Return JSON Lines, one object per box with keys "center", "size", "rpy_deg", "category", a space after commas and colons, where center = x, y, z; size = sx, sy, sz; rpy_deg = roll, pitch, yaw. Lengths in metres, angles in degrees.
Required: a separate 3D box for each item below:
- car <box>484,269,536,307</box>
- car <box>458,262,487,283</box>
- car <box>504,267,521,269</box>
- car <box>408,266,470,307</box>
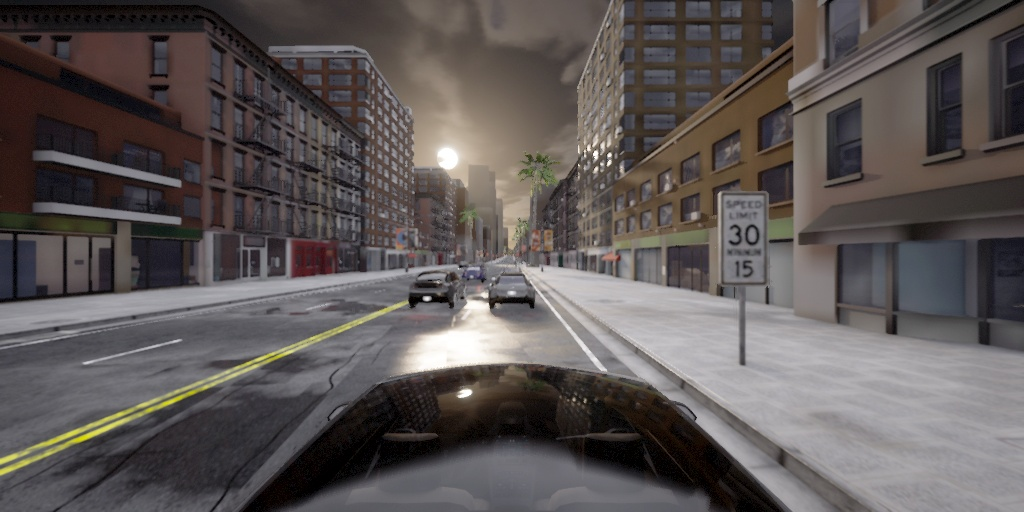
{"center": [0.003, 1.443, 16.157], "size": [1.994, 1.385, 4.181], "rpy_deg": [0, 0, 0], "category": "car"}
{"center": [-3.245, 1.524, 31.214], "size": [1.812, 1.442, 4.674], "rpy_deg": [0, 0, 0], "category": "car"}
{"center": [0.003, 1.598, 30.947], "size": [1.895, 1.301, 4.718], "rpy_deg": [0, 0, 0], "category": "car"}
{"center": [-3.246, 1.387, 16.146], "size": [1.837, 1.490, 4.892], "rpy_deg": [0, 0, 0], "category": "car"}
